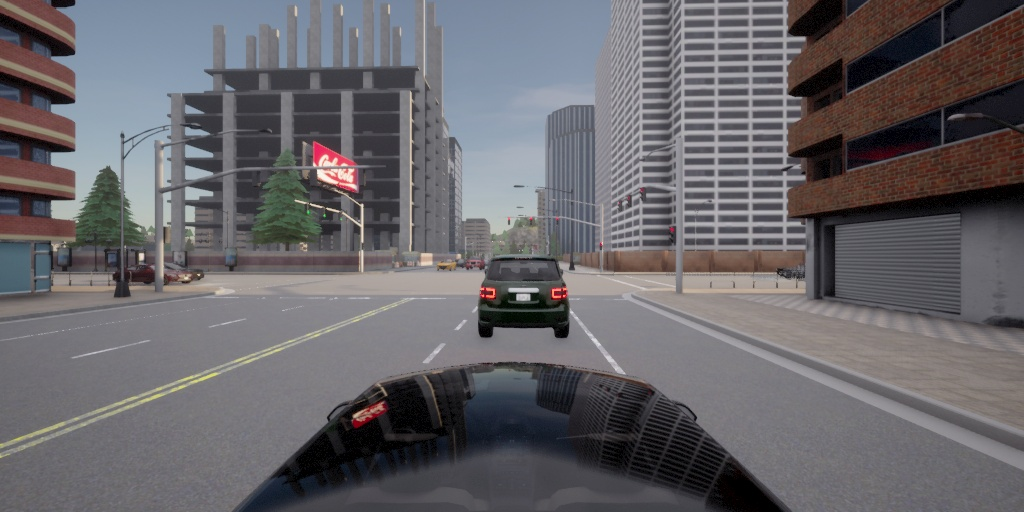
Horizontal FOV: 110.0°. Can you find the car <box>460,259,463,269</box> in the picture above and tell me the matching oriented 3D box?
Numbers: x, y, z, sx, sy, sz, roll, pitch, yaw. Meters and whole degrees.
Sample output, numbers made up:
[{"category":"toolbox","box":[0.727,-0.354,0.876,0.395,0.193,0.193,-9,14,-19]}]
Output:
[{"category":"car","box":[-8.504,1.228,58.309,1.882,1.535,5.008,0,0,2]}]

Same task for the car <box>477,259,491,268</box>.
[{"category":"car","box":[-4.830,1.276,62.494,1.812,1.442,4.674,0,0,3]}]

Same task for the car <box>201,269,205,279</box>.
[{"category":"car","box":[-27.207,1.228,28.352,5.008,1.535,1.882,0,0,2]}]

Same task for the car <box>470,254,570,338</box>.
[{"category":"car","box":[0.338,0.971,10.319,2.150,2.045,5.566,0,0,2]}]

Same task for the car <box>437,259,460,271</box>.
[{"category":"car","box":[-8.867,1.228,48.894,1.882,1.535,5.008,0,0,2]}]

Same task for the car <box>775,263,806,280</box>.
[{"category":"car","box":[25.490,1.276,30.323,4.674,1.442,1.812,0,0,2]}]

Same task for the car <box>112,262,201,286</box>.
[{"category":"car","box":[-24.764,1.276,24.771,4.674,1.442,1.812,0,0,2]}]

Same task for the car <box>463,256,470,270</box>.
[{"category":"car","box":[-5.235,0.971,52.145,2.150,2.045,5.566,0,0,2]}]
